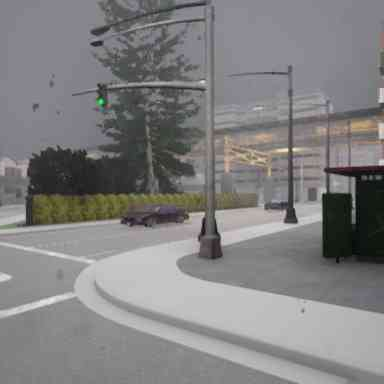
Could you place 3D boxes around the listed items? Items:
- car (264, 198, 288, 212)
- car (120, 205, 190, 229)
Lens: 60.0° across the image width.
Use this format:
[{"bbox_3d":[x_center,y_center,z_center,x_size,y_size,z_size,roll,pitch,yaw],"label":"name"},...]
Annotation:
[{"bbox_3d":[10.294,1.500,39.779,1.882,1.535,5.008,0,-1,36],"label":"car"},{"bbox_3d":[-2.311,1.562,22.373,2.033,1.411,5.357,0,0,36],"label":"car"}]
